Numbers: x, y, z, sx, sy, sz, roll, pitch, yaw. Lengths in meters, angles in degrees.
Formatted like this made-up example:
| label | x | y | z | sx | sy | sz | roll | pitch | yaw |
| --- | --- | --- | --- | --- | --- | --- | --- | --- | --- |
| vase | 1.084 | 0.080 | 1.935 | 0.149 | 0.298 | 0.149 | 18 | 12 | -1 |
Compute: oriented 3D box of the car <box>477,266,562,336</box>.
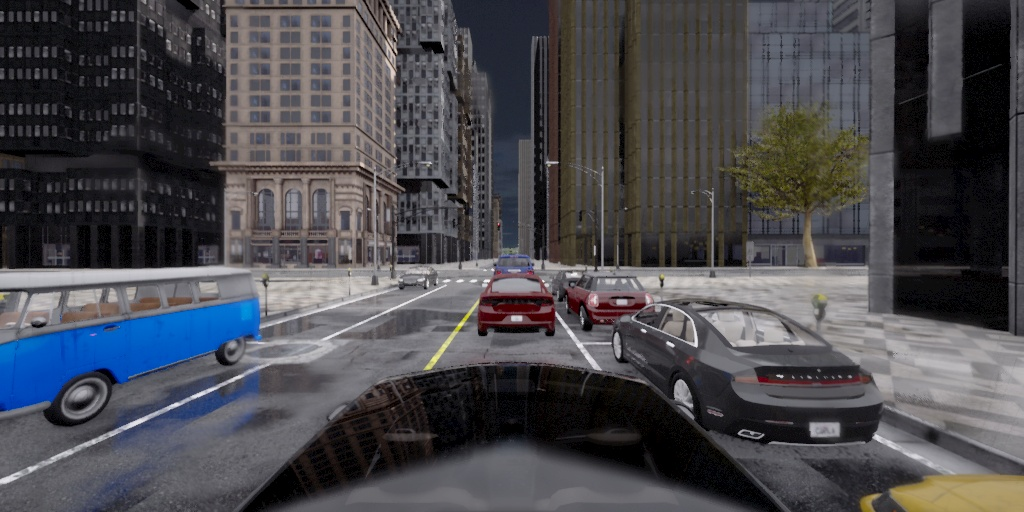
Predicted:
| label | x | y | z | sx | sy | sz | roll | pitch | yaw |
| --- | --- | --- | --- | --- | --- | --- | --- | --- | --- |
| car | 0.109 | 1.223 | 10.375 | 1.882 | 1.535 | 5.008 | 0 | 0 | 0 |

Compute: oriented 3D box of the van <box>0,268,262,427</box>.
| label | x | y | z | sx | sy | sz | roll | pitch | yaw |
| --- | --- | --- | --- | --- | --- | --- | --- | --- | --- |
| van | -5.755 | 1.089 | 5.362 | 1.690 | 1.789 | 3.998 | 0 | 0 | 0 |

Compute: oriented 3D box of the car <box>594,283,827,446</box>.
| label | x | y | z | sx | sy | sz | roll | pitch | yaw |
| --- | --- | --- | --- | --- | --- | --- | --- | --- | --- |
| car | 2.770 | 1.299 | 5.347 | 2.007 | 1.370 | 4.403 | 0 | 0 | 0 |

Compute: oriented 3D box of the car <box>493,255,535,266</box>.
| label | x | y | z | sx | sy | sz | roll | pitch | yaw |
| --- | --- | --- | --- | --- | --- | --- | --- | --- | --- |
| car | 0.110 | 0.961 | 20.259 | 2.150 | 2.045 | 5.566 | 0 | 0 | 0 |

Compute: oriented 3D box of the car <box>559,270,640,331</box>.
| label | x | y | z | sx | sy | sz | roll | pitch | yaw |
| --- | --- | --- | --- | --- | --- | --- | --- | --- | --- |
| car | 2.781 | 1.185 | 10.989 | 1.967 | 1.591 | 4.097 | 0 | 0 | 0 |

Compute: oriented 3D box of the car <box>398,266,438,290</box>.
| label | x | y | z | sx | sy | sz | roll | pitch | yaw |
| --- | --- | --- | --- | --- | --- | --- | --- | --- | --- |
| car | -5.724 | 1.289 | 22.285 | 2.007 | 1.370 | 4.403 | 0 | 0 | 0 |
